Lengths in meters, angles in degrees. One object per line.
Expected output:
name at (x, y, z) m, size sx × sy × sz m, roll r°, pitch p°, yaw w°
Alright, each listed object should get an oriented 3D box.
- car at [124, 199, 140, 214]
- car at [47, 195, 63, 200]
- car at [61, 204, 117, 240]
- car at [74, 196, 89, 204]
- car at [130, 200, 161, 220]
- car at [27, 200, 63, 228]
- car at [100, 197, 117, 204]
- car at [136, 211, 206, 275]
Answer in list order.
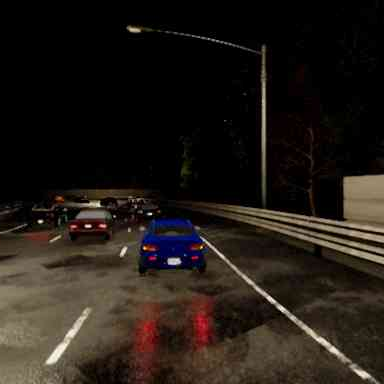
car at (-6.127, 1.531, 35.635) m, size 2.128 × 1.511 × 4.902 m, roll 0°, pitch 0°, yaw -18°
car at (-32.138, 1.492, 78.132) m, size 4.553 × 1.767 × 2.097 m, roll 0°, pitch 0°, yaw 44°
car at (-5.052, 1.572, 17.277) m, size 2.033 × 1.411 × 5.357 m, roll 0°, pitch 0°, yaw -10°
car at (-21.847, 1.592, 65.630) m, size 2.128 × 1.511 × 4.902 m, roll 0°, pitch 0°, yaw -36°
car at (-3.579, 1.591, 26.487) m, size 1.994 × 1.385 × 4.181 m, roll 0°, pitch 0°, yaw -14°
car at (-9.732, 1.545, 22.607) m, size 1.837 × 1.490 × 4.892 m, roll 0°, pitch 0°, yaw -12°
car at (-12.807, 1.571, 50.967) m, size 1.837 × 1.490 × 4.892 m, roll 0°, pitch 0°, yaw -27°
car at (-0.672, 1.534, 10.429) m, size 1.812 × 1.442 × 4.674 m, roll 0°, pitch 0°, yaw -6°
